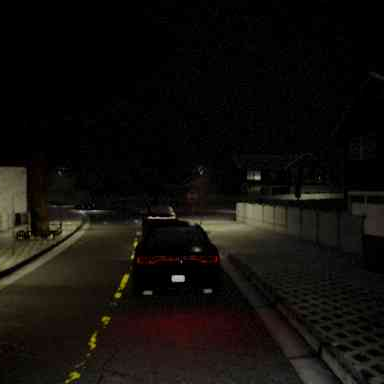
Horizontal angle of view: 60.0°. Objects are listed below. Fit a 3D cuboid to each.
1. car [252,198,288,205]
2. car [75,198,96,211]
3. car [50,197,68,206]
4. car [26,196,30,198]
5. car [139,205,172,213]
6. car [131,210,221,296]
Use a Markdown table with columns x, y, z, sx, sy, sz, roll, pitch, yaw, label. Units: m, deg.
| x | y | z | sx | sy | sz | roll | pitch | yaw | label |
| --- | --- | --- | --- | --- | --- | --- | --- | --- | --- |
| 7.788 | 1.352 | 35.876 | 5.357 | 1.411 | 2.033 | -1 | 1 | -14 | car |
| -13.655 | 1.527 | 42.448 | 1.837 | 1.490 | 4.892 | 0 | 0 | -29 | car |
| -22.367 | 1.567 | 55.697 | 1.812 | 1.442 | 4.674 | 0 | 0 | -38 | car |
| -32.721 | 1.552 | 66.811 | 5.008 | 1.535 | 1.882 | 0 | 0 | 43 | car |
| -1.936 | 1.509 | 19.006 | 2.128 | 1.511 | 4.902 | 0 | 0 | -10 | car |
| -0.473 | 1.488 | 8.775 | 1.882 | 1.535 | 5.008 | 0 | 0 | -5 | car |
